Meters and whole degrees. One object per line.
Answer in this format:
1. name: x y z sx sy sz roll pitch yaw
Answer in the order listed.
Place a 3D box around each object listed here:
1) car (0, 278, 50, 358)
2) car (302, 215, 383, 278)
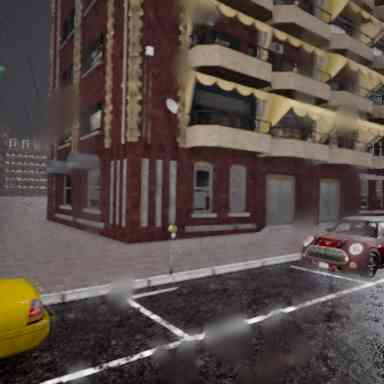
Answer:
1. car: -4.183 1.518 3.560 4.829 1.417 1.752 0 1 -35
2. car: 5.244 1.491 10.260 4.097 1.590 1.967 0 1 -35
